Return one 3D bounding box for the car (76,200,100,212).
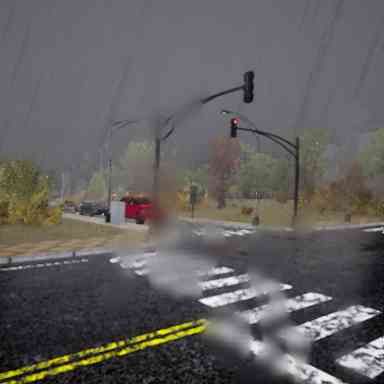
[{"bbox_3d":[-14.032,1.909,44.799,1.812,1.442,4.674,2,-2,-34],"label":"car"}]

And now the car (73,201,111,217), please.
[{"bbox_3d":[-9.961,1.757,33.832,2.033,1.411,5.357,2,-2,-35],"label":"car"}]

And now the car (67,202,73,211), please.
[{"bbox_3d":[-15.859,1.800,42.286,1.812,1.442,4.674,2,-2,-34],"label":"car"}]

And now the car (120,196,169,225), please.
[{"bbox_3d":[-3.892,1.374,25.572,2.150,2.045,5.566,2,-2,-35],"label":"car"}]
